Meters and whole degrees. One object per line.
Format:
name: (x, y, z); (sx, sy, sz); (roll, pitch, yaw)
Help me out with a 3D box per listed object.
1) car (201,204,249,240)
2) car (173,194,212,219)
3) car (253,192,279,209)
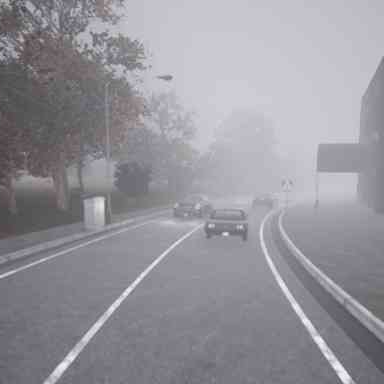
car: (1.861, 1.457, 16.351); (1.895, 1.301, 4.718); (1, 1, 11)
car: (0.176, 0.949, 25.308); (2.097, 1.767, 4.553); (2, 2, 16)
car: (8.005, 0.746, 35.833); (2.097, 1.767, 4.553); (3, 3, 23)
